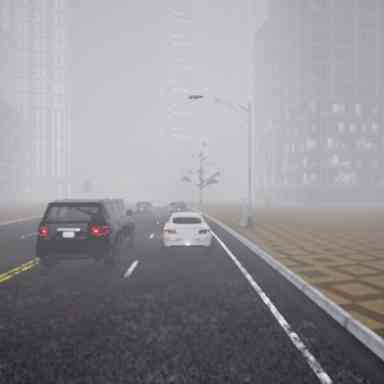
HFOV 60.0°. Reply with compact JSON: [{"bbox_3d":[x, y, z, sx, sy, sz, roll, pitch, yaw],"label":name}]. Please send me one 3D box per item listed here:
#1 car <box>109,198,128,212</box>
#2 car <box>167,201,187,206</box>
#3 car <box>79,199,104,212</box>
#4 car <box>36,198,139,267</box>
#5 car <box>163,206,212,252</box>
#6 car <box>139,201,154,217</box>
[{"bbox_3d":[-9.080,1.547,41.289,1.837,1.490,4.892,0,0,-7],"label":"car"},{"bbox_3d":[-1.368,1.572,31.750,2.033,1.411,5.357,0,0,-5],"label":"car"},{"bbox_3d":[-12.294,1.591,40.906,2.033,1.411,5.357,0,0,-7],"label":"car"},{"bbox_3d":[-3.396,1.234,11.594,2.150,2.045,5.566,0,0,-2],"label":"car"},{"bbox_3d":[-0.234,1.536,13.809,1.812,1.442,4.674,0,0,-2],"label":"car"},{"bbox_3d":[-4.644,1.576,31.923,2.033,1.411,5.357,0,0,-5],"label":"car"}]
